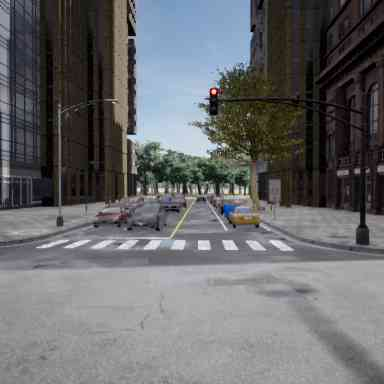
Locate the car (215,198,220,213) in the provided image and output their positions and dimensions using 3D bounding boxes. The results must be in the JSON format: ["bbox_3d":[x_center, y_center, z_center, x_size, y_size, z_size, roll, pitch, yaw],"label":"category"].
[{"bbox_3d":[3.641,1.531,33.090,1.947,1.339,4.313,-1,0,1],"label":"car"}]

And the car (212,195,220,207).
[{"bbox_3d":[3.935,1.465,44.614,1.752,1.417,4.829,-1,0,1],"label":"car"}]

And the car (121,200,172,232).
[{"bbox_3d":[-2.606,1.490,20.340,1.837,1.490,4.892,0,0,4],"label":"car"}]

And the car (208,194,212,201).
[{"bbox_3d":[4.219,1.462,55.799,2.008,1.369,4.403,-1,0,1],"label":"car"}]

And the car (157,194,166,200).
[{"bbox_3d":[-4.739,1.269,38.976,2.192,1.841,5.009,-1,0,1],"label":"car"}]

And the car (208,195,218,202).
[{"bbox_3d":[4.653,1.415,72.830,2.008,1.369,4.403,-1,0,1],"label":"car"}]

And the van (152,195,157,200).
[{"bbox_3d":[-4.884,1.306,33.299,1.690,1.788,3.998,-1,0,1],"label":"van"}]

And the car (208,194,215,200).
[{"bbox_3d":[4.946,1.355,84.355,1.752,1.417,4.829,0,0,1],"label":"car"}]

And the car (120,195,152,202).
[{"bbox_3d":[-5.029,1.290,27.620,2.192,1.841,5.009,-1,0,1],"label":"car"}]

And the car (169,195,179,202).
[{"bbox_3d":[-3.869,1.446,73.043,1.802,1.307,4.206,0,0,1],"label":"car"}]

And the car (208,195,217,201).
[{"bbox_3d":[4.798,1.429,78.508,1.802,1.307,4.206,0,0,1],"label":"car"}]

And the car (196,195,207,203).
[{"bbox_3d":[1.820,1.389,65.877,1.837,1.490,4.892,0,0,1],"label":"car"}]

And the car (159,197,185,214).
[{"bbox_3d":[-2.146,1.561,35.664,1.895,1.301,4.718,0,0,2],"label":"car"}]

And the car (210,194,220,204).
[{"bbox_3d":[4.075,1.471,50.122,1.887,1.381,4.507,-1,0,1],"label":"car"}]

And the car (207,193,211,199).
[{"bbox_3d":[4.362,1.211,61.476,2.192,1.841,5.009,-1,0,1],"label":"car"}]

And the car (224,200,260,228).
[{"bbox_3d":[3.356,1.508,21.904,1.752,1.417,4.829,-1,0,1],"label":"car"}]

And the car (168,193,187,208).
[{"bbox_3d":[-1.830,1.286,47.126,2.097,1.767,4.553,0,0,2],"label":"car"}]

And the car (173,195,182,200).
[{"bbox_3d":[-3.580,1.375,84.398,1.887,1.381,4.507,0,0,1],"label":"car"}]

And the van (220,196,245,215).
[{"bbox_3d":[3.494,1.316,27.412,1.690,1.788,3.998,-1,0,1],"label":"van"}]

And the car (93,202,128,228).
[{"bbox_3d":[-5.170,1.565,21.942,1.802,1.307,4.206,-1,0,1],"label":"car"}]

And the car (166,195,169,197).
[{"bbox_3d":[-4.592,1.491,44.655,2.008,1.369,4.403,-1,0,1],"label":"car"}]

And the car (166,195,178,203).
[{"bbox_3d":[-4.014,1.425,67.365,1.887,1.381,4.507,0,0,1],"label":"car"}]

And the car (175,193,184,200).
[{"bbox_3d":[-3.438,1.128,90.076,2.192,1.841,5.009,0,0,1],"label":"car"}]

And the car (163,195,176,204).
[{"bbox_3d":[-4.160,1.336,61.688,1.967,1.590,4.097,0,0,1],"label":"car"}]
